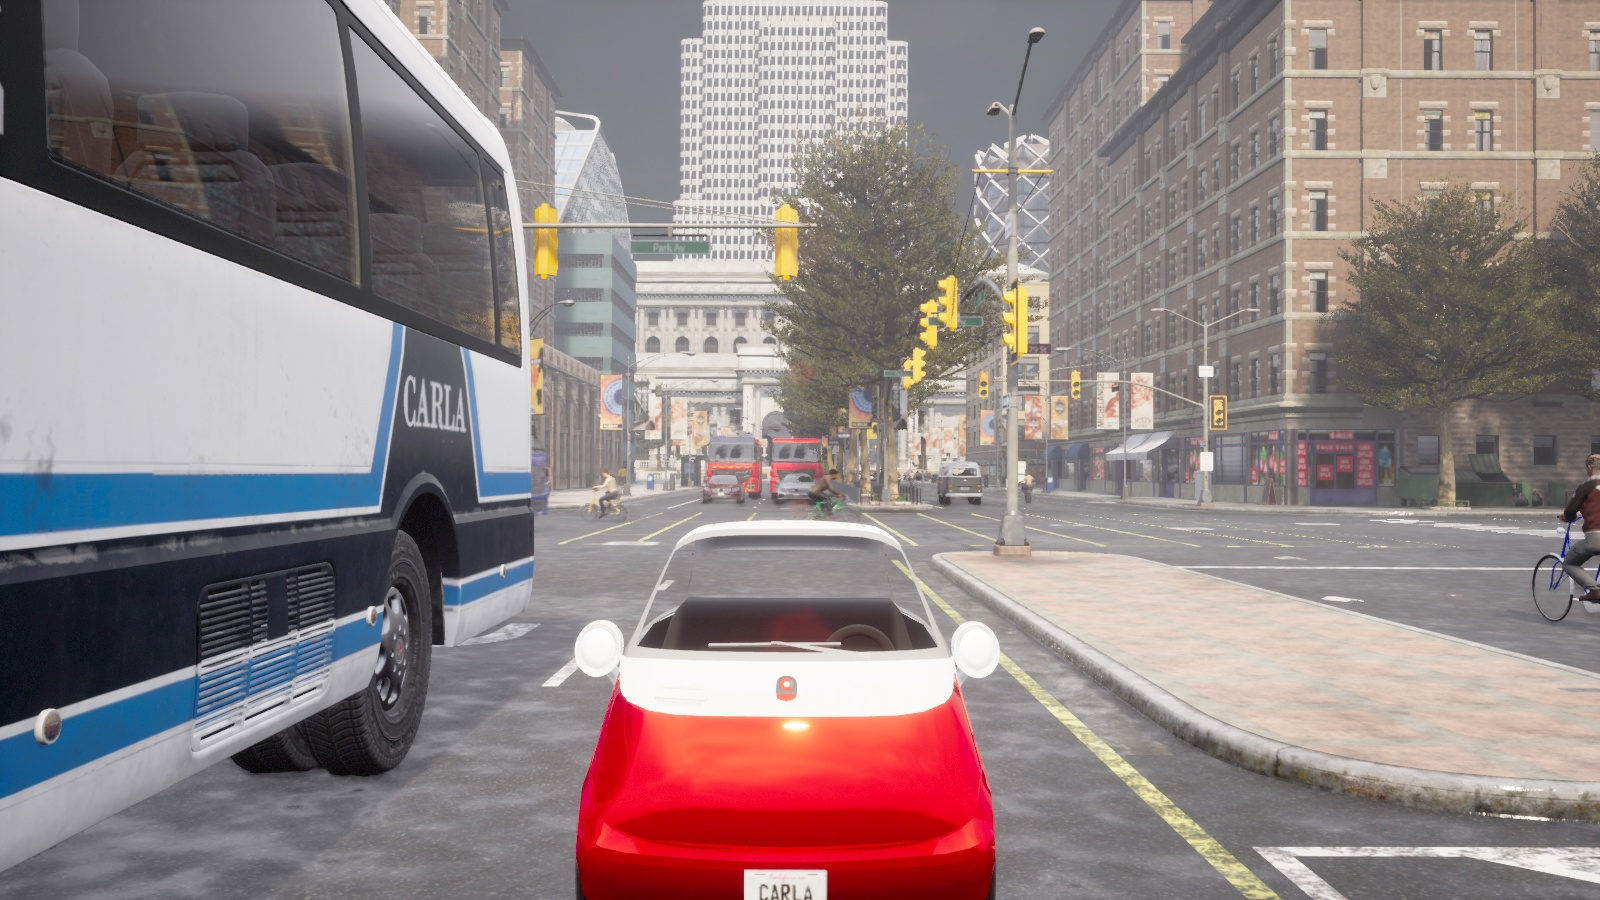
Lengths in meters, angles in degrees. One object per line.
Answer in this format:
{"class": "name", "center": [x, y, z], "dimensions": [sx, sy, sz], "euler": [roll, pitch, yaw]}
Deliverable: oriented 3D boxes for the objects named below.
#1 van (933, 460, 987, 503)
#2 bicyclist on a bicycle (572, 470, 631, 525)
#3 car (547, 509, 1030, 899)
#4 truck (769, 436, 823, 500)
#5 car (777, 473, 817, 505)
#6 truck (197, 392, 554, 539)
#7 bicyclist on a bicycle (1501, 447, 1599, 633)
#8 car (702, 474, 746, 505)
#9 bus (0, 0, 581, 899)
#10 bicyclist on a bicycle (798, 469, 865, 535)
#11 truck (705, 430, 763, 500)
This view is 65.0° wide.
{"class": "van", "center": [7.823, 1.542, 61.796], "dimensions": [2.069, 2.038, 4.480], "euler": [0, -1, 0]}
{"class": "bicyclist on a bicycle", "center": [-5.923, 1.404, 37.578], "dimensions": [1.509, 1.612, 0.866], "euler": [-1, 0, 15]}
{"class": "car", "center": [-0.039, 0.953, 4.966], "dimensions": [1.481, 1.376, 2.207], "euler": [0, -1, 0]}
{"class": "truck", "center": [-0.204, 1.037, 71.874], "dimensions": [2.891, 3.462, 7.936], "euler": [0, -1, 0]}
{"class": "car", "center": [-0.118, 1.859, 60.803], "dimensions": [1.812, 1.442, 4.674], "euler": [0, -1, 1]}
{"class": "truck", "center": [-10.367, 0.398, 31.299], "dimensions": [7.936, 3.462, 2.891], "euler": [0, -1, 0]}
{"class": "bicyclist on a bicycle", "center": [7.942, 0.866, 12.700], "dimensions": [0.659, 1.776, 1.843], "euler": [0, -1, 0]}
{"class": "car", "center": [-3.653, 1.877, 61.008], "dimensions": [1.812, 1.442, 4.674], "euler": [0, -1, 1]}
{"class": "bus", "center": [-3.542, -0.482, 3.917], "dimensions": [3.944, 4.253, 10.273], "euler": [0, -1, 0]}
{"class": "bicyclist on a bicycle", "center": [0.769, 1.290, 31.374], "dimensions": [1.656, 1.620, 0.582], "euler": [0, -1, 0]}
{"class": "truck", "center": [-3.707, 0.879, 72.521], "dimensions": [2.891, 3.827, 8.468], "euler": [0, -1, 0]}
